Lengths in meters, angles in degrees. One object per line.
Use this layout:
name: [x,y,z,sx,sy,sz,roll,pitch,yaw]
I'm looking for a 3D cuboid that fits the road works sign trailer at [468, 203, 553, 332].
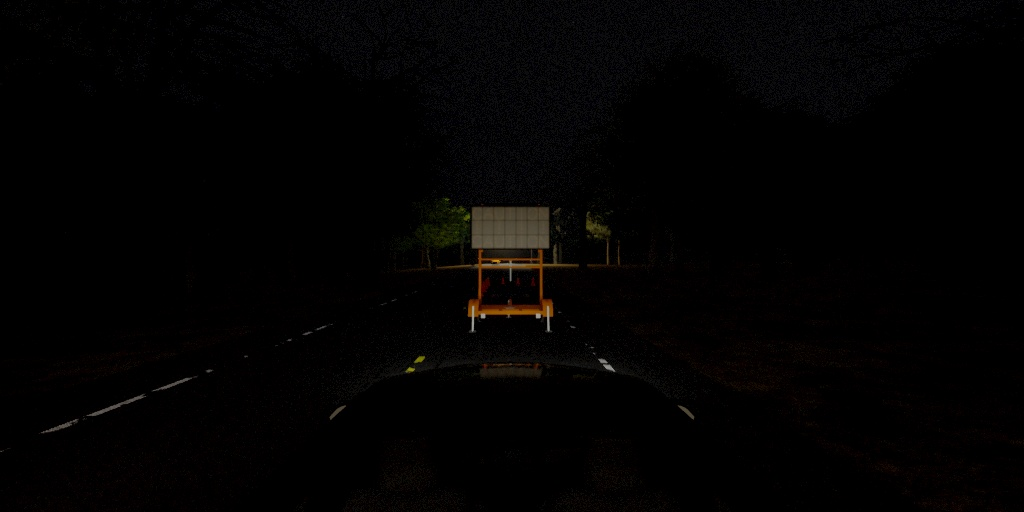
road works sign trailer: [-0.043,0.214,10.838,2.380,3.560,2.880,0,0,0]
